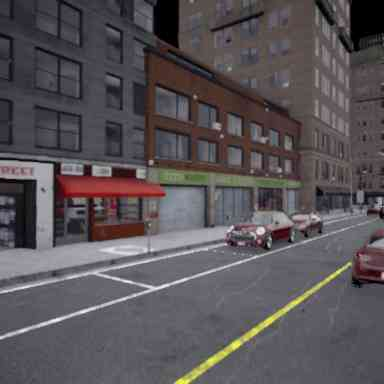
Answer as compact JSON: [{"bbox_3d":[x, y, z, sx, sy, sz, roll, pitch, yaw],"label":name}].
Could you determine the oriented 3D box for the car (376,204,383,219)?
[{"bbox_3d":[21.435,1.834,35.228,2.150,2.045,5.566,0,-1,37],"label":"car"}]

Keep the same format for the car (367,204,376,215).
[{"bbox_3d":[23.388,2.246,42.199,1.887,1.381,4.507,-1,-1,37],"label":"car"}]

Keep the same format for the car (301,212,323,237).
[{"bbox_3d":[6.602,1.868,19.881,1.802,1.307,4.206,-1,-1,37],"label":"car"}]

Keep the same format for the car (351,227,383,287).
[{"bbox_3d":[5.631,1.687,8.980,1.812,1.442,4.674,0,-1,37],"label":"car"}]

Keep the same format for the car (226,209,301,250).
[{"bbox_3d":[3.245,1.641,15.420,1.967,1.590,4.097,-1,-1,37],"label":"car"}]
